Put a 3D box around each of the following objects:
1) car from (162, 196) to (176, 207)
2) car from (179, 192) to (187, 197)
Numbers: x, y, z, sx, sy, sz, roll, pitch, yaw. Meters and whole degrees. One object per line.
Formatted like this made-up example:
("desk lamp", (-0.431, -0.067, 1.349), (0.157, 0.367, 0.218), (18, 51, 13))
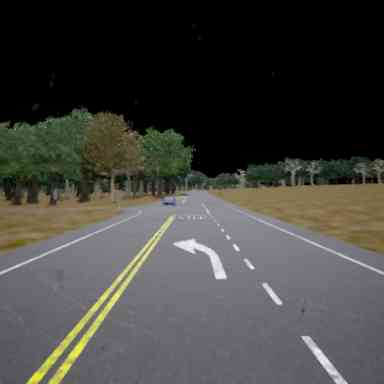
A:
("car", (-3.442, 1.389, 50.505), (1.882, 1.535, 5.008), (-1, 2, 0))
("car", (-2.731, 0.756, 95.428), (1.895, 1.301, 4.718), (0, 1, 5))
